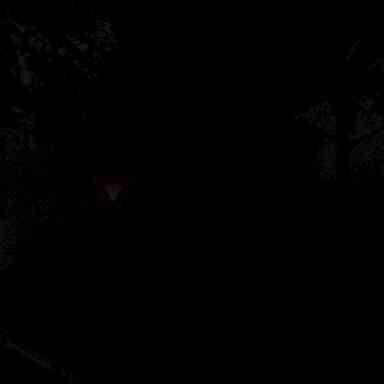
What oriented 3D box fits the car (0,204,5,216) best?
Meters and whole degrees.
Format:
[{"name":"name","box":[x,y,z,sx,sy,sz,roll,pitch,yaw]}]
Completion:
[{"name":"car","box":[-19.329,1.512,30.241,4.902,1.511,2.128,0,0,20]}]
